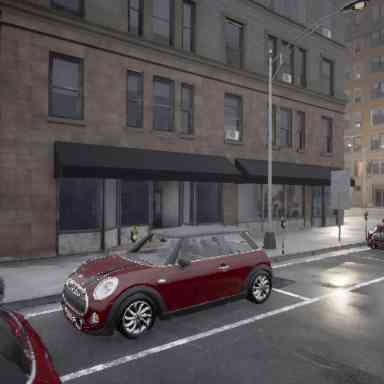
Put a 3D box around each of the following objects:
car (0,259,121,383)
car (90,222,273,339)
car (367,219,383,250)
[{"bbox_3d":[-2.859,1.352,1.328,4.553,1.767,2.097,0,0,-36],"label":"car"},{"bbox_3d":[-0.351,1.441,6.513,4.097,1.590,1.967,0,0,-36],"label":"car"},{"bbox_3d":[8.581,1.445,12.910,4.097,1.590,1.967,0,0,-36],"label":"car"}]
